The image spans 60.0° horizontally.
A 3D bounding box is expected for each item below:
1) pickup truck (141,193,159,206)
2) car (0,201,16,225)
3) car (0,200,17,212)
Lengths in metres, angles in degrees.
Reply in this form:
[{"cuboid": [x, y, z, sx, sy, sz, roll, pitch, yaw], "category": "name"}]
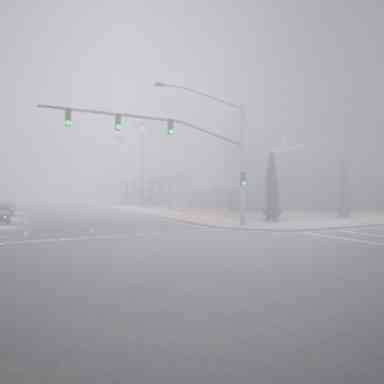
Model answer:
[{"cuboid": [-6.591, 1.148, 53.855, 2.390, 2.098, 6.274, 0, 0, 4], "category": "pickup truck"}, {"cuboid": [-14.604, 1.640, 24.988, 2.033, 1.411, 5.357, 0, 0, -27], "category": "car"}, {"cuboid": [-23.614, 1.754, 42.760, 1.895, 1.301, 4.718, 0, 0, -27], "category": "car"}]
